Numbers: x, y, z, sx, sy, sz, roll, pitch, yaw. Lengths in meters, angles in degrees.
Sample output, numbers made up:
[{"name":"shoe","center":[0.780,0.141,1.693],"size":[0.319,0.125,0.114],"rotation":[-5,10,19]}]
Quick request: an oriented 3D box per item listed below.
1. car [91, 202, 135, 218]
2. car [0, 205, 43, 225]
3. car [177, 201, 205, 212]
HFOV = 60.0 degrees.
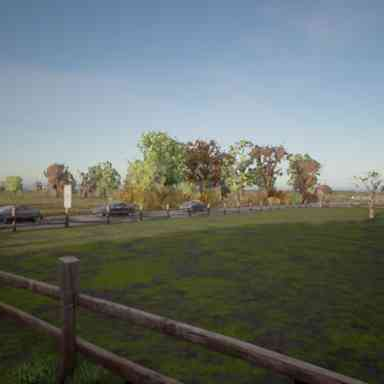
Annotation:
[{"name":"car","center":[-8.056,1.799,34.230],"size":[1.837,1.490,4.892],"rotation":[1,0,35]},{"name":"car","center":[-13.927,1.714,25.965],"size":[1.994,1.385,4.181],"rotation":[1,0,35]},{"name":"car","center":[-0.072,1.981,45.437],"size":[2.128,1.511,4.902],"rotation":[1,0,36]}]
